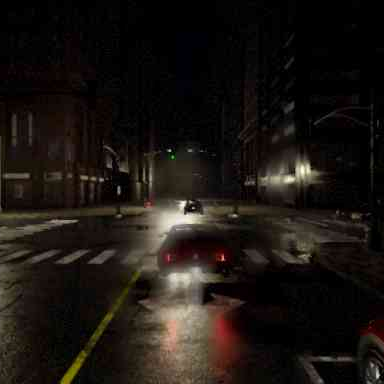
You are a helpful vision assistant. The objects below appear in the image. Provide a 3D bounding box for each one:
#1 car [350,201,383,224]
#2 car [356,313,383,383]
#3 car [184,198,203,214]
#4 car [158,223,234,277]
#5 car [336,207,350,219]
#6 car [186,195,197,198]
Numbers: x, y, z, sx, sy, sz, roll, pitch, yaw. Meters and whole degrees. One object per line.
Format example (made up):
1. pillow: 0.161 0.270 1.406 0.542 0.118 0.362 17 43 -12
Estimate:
1. car: 14.171 1.513 23.657 4.674 1.442 1.812 0 0 2
2. car: 2.758 1.443 2.051 1.967 1.590 4.097 0 0 0
3. car: 0.137 1.625 35.991 1.994 1.385 4.181 0 0 0
4. car: 0.094 1.620 10.284 1.895 1.301 4.718 0 0 0
5. car: 14.209 1.481 26.897 4.892 1.490 1.837 0 0 1
6. car: -0.108 1.506 71.999 2.097 1.767 4.553 0 0 0
